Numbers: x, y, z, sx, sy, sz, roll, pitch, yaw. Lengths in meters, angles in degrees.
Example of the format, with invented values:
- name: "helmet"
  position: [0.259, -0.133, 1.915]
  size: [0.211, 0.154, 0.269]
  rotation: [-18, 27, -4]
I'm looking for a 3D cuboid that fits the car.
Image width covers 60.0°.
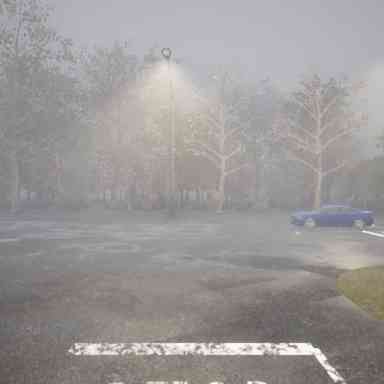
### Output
- name: "car"
  position: [8.915, 1.584, 21.422]
  size: [5.008, 1.535, 1.882]
  rotation: [0, 0, 0]
